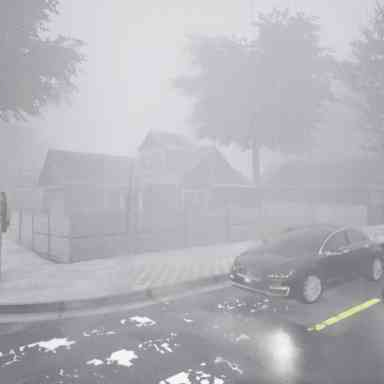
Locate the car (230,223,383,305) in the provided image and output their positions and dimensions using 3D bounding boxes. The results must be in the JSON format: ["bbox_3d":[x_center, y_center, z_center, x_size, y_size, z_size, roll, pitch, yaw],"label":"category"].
[{"bbox_3d":[3.110,1.589,8.438,4.892,1.490,1.837,0,0,-37],"label":"car"}]

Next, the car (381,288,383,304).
[{"bbox_3d":[5.862,1.618,6.919,5.357,1.411,2.033,1,-1,-39],"label":"car"}]
